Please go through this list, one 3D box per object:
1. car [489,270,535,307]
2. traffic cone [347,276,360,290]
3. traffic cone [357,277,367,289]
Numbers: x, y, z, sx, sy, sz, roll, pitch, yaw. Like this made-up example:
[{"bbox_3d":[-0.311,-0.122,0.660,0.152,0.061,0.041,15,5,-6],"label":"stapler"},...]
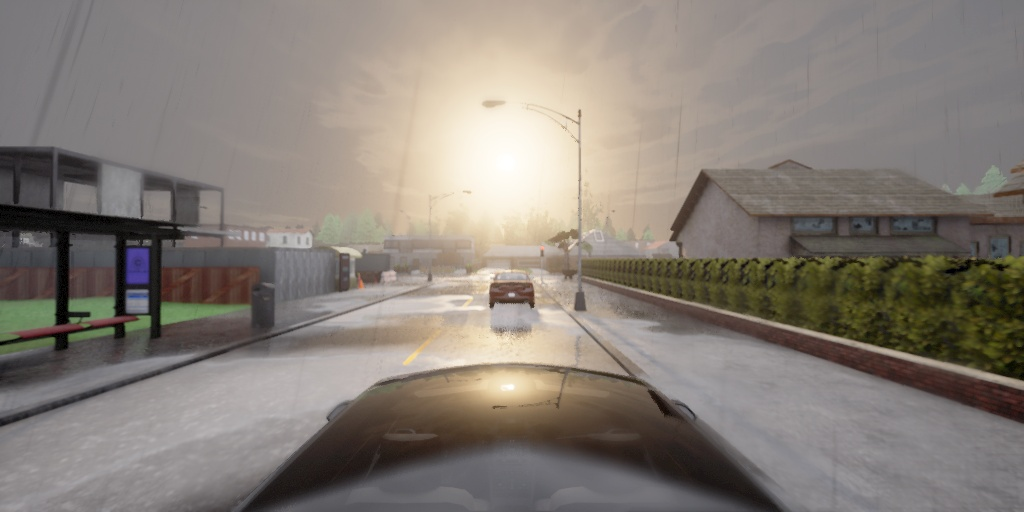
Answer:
[{"bbox_3d":[-0.004,1.366,16.333,1.882,1.535,5.008,0,0,0],"label":"car"},{"bbox_3d":[-10.404,1.775,23.525,0.344,0.586,0.344,0,0,0],"label":"traffic cone"},{"bbox_3d":[-9.683,1.799,23.006,0.344,0.586,0.344,0,0,0],"label":"traffic cone"}]
